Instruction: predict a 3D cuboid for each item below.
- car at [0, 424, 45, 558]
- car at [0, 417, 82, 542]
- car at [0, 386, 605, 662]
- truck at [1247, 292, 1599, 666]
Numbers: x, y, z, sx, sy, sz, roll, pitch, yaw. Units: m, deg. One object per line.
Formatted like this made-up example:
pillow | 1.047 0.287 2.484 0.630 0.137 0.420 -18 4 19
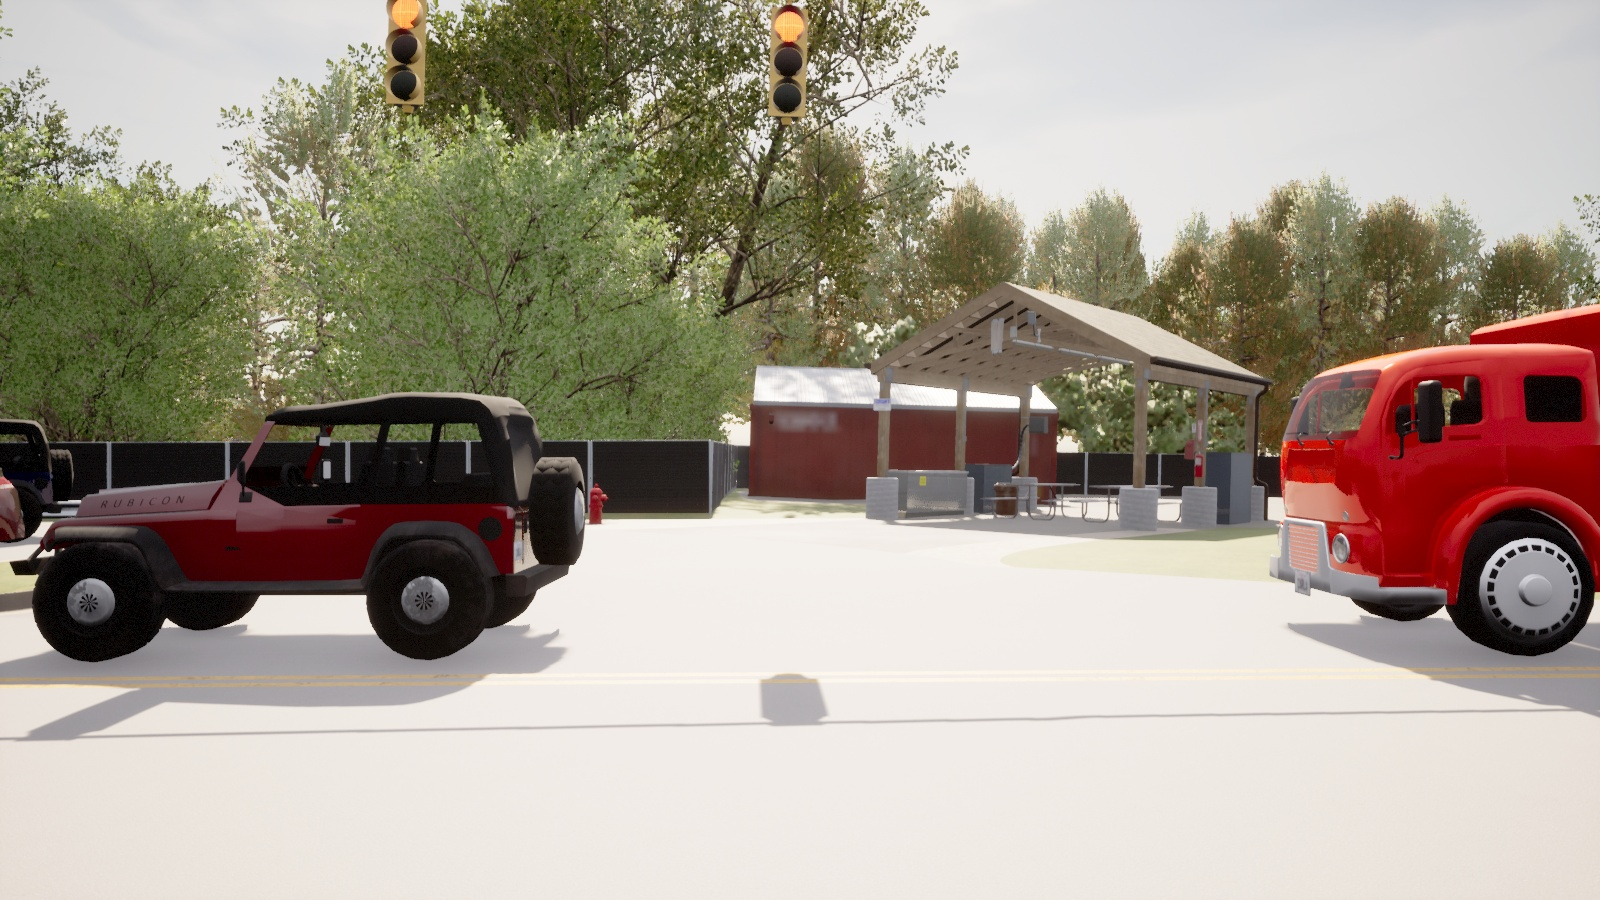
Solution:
car | -12.019 0.465 14.677 2.152 1.651 5.027 1 0 41
car | -13.277 0.421 19.139 3.866 1.878 1.905 1 1 -36
car | -3.577 0.515 9.586 3.866 1.878 1.905 0 0 0
truck | 6.484 0.188 9.585 5.204 2.467 2.627 0 0 1
